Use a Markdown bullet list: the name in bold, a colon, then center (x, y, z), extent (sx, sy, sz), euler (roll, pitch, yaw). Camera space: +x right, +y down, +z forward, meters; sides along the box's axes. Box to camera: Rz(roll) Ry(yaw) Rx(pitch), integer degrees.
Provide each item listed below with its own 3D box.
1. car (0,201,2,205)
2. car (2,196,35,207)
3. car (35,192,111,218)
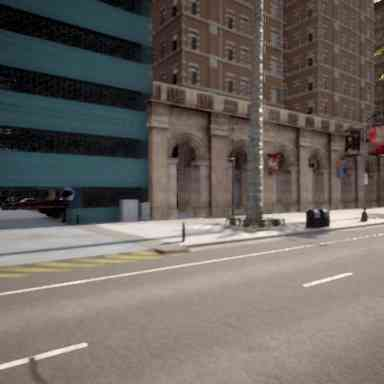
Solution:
- **car**: center (-27.344, 1.415, 51.826), extent (4.786, 1.482, 2.161), euler (0, 0, -36)
- **car**: center (-20.958, 1.463, 42.132), extent (4.718, 1.301, 1.895), euler (0, 0, -36)
- **car**: center (-9.556, 1.023, 27.541), extent (5.566, 2.045, 2.435), euler (0, 0, -36)
